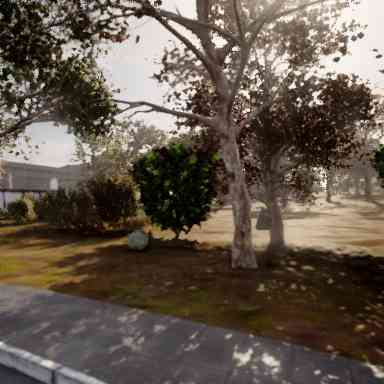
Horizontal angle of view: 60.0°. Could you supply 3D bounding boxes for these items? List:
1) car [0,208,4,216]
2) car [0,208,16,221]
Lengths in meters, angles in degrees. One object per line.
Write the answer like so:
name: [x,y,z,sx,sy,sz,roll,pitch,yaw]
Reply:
car: [-24.420,2.704,43.392,1.994,1.385,4.181,-6,-3,20]
car: [-35.875,4.249,61.193,5.566,2.045,2.435,-6,-3,0]
